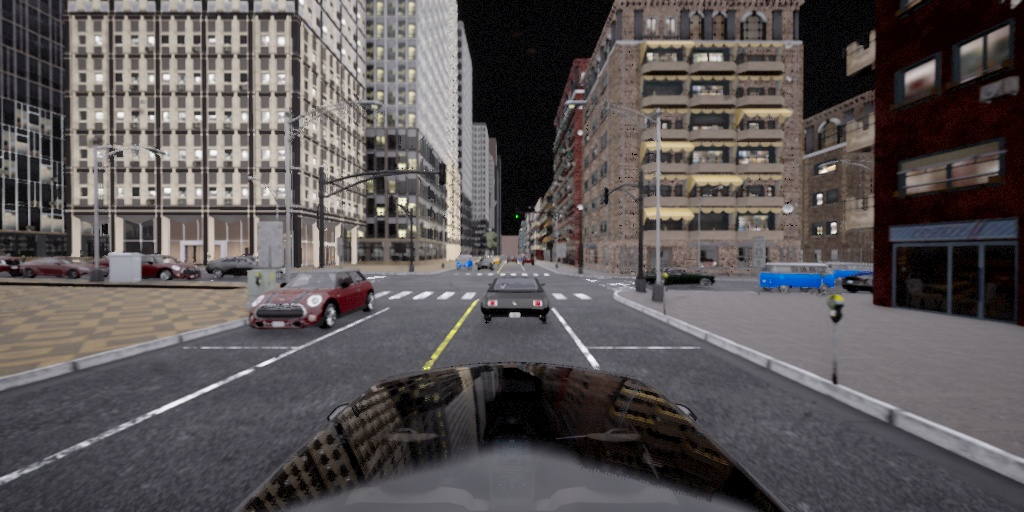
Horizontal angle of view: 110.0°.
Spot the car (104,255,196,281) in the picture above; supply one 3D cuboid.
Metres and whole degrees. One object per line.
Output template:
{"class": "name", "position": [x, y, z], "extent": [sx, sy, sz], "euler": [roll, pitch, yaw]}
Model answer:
{"class": "car", "position": [-21.149, 0.665, 21.482], "extent": [4.097, 1.591, 1.967], "euler": [0, 0, 0]}

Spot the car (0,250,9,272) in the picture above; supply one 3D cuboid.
{"class": "car", "position": [-32.297, 0.326, 21.454], "extent": [5.009, 1.841, 2.192], "euler": [0, 0, 0]}

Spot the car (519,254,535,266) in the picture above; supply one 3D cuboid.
{"class": "car", "position": [2.684, 0.631, 59.847], "extent": [2.192, 1.841, 5.009], "euler": [0, 0, 0]}

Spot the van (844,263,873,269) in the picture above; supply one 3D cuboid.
{"class": "van", "position": [27.916, 1.434, 29.987], "extent": [3.998, 1.789, 1.690], "euler": [0, 0, 0]}

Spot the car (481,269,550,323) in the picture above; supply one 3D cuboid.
{"class": "car", "position": [0.160, 1.273, 11.791], "extent": [1.895, 1.301, 4.718], "euler": [0, 0, 2]}

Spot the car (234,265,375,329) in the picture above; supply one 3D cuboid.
{"class": "car", "position": [-5.691, 1.120, 10.720], "extent": [1.967, 1.591, 4.097], "euler": [0, 0, 0]}

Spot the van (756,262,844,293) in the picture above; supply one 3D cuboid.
{"class": "van", "position": [16.910, 1.301, 21.441], "extent": [3.998, 1.789, 1.690], "euler": [0, 0, 0]}

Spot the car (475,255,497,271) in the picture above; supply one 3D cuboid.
{"class": "car", "position": [-3.089, 0.941, 42.529], "extent": [1.837, 1.490, 4.892], "euler": [0, 2, 0]}

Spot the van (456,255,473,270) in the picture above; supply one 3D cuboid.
{"class": "van", "position": [-5.694, 0.777, 43.193], "extent": [1.690, 1.789, 3.998], "euler": [0, 0, 0]}

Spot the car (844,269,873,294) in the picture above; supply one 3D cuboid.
{"class": "car", "position": [22.450, 1.631, 21.625], "extent": [4.313, 1.339, 1.948], "euler": [0, 0, 0]}

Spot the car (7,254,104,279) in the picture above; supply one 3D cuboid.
{"class": "car", "position": [-26.723, 0.700, 21.468], "extent": [4.207, 1.307, 1.802], "euler": [0, 0, 0]}

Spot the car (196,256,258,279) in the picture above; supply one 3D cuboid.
{"class": "car", "position": [-17.667, 0.759, 24.074], "extent": [4.902, 1.511, 2.128], "euler": [1, 1, 0]}

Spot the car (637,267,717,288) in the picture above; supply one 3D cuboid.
{"class": "car", "position": [11.157, 1.423, 24.360], "extent": [4.718, 1.301, 1.895], "euler": [1, 0, 0]}

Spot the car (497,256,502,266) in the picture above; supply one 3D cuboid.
{"class": "car", "position": [-3.054, 0.803, 58.630], "extent": [1.882, 1.535, 5.008], "euler": [0, 0, 0]}
